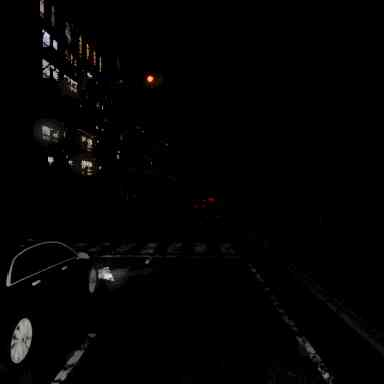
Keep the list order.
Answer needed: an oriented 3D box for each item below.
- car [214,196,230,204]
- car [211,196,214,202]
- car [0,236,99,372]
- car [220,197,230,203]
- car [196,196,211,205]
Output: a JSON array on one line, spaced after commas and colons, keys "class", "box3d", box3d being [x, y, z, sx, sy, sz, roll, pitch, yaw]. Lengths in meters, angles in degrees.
[{"class": "car", "box3d": [6.198, 1.742, 68.851, 1.837, 1.490, 4.892, 0, 0, 10]}, {"class": "car", "box3d": [4.703, 1.661, 79.434, 2.097, 1.767, 4.553, 0, 0, 12]}, {"class": "car", "box3d": [-3.046, 1.507, 5.649, 1.837, 1.490, 4.892, 0, 0, 1]}, {"class": "car", "box3d": [7.868, 1.857, 78.678, 1.994, 1.385, 4.181, 0, 0, 12]}, {"class": "car", "box3d": [1.959, 1.726, 63.100, 1.812, 1.442, 4.674, 0, -1, 9]}]
